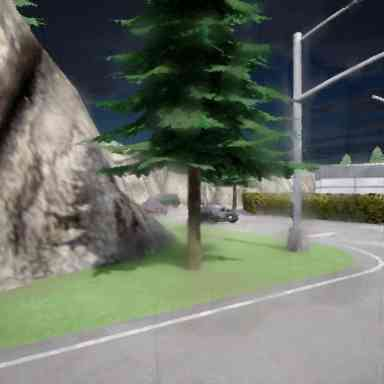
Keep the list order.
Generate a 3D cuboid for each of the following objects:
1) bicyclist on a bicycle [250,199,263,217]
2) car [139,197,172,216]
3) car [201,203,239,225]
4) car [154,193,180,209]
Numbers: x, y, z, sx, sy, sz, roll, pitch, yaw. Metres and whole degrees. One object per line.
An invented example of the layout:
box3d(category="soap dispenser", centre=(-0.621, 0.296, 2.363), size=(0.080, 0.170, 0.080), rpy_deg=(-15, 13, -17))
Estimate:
box3d(category="bicyclist on a bicycle", centre=(5.878, 1.422, 30.180), size=(1.656, 1.620, 0.582), rpy_deg=(0, 0, -35))
box3d(category="car", centre=(-3.806, 1.528, 32.532), size=(1.994, 1.385, 4.181), rpy_deg=(0, 0, -24))
box3d(category="car", centre=(1.482, 1.538, 24.222), size=(1.994, 1.385, 4.181), rpy_deg=(0, 0, -34))
box3d(category="car", centre=(-3.706, 1.175, 43.214), size=(2.150, 2.045, 5.566), rpy_deg=(0, 0, 33))
